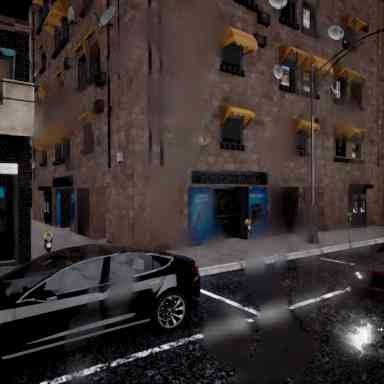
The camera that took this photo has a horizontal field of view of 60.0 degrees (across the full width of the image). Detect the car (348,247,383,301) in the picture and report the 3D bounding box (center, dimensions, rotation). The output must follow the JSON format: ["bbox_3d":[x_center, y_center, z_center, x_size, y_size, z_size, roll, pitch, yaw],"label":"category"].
[{"bbox_3d":[5.758,1.547,7.489,5.357,1.411,2.033,0,0,-35],"label":"car"}]

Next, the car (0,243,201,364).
[{"bbox_3d":[-1.837,1.566,5.256,4.313,1.339,1.947,0,0,-36],"label":"car"}]
